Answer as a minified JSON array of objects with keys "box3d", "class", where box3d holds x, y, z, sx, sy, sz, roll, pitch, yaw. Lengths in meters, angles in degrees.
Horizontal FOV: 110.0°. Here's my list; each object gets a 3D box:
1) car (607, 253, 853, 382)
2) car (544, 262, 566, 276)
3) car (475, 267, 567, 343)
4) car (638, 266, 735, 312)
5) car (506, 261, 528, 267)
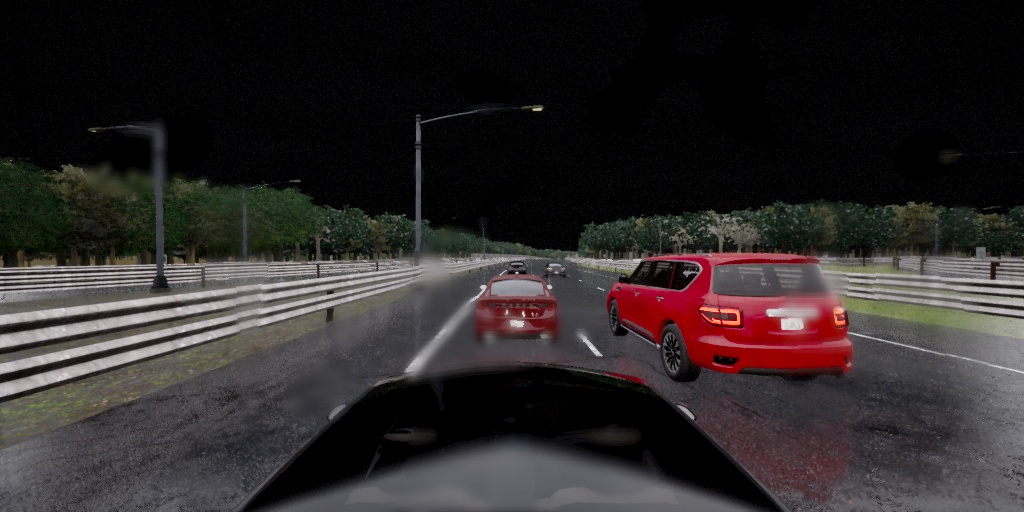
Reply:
[{"box3d":[3.608,0.971,7.282,2.150,2.045,5.566,0,0,0],"class":"car"},{"box3d":[3.993,1.279,33.897,1.812,1.442,4.674,0,0,2],"class":"car"},{"box3d":[0.120,1.227,9.720,1.882,1.535,5.008,0,0,0],"class":"car"},{"box3d":[7.165,1.255,15.394,1.837,1.490,4.892,0,0,1],"class":"car"},{"box3d":[0.515,1.257,34.688,1.837,1.490,4.892,0,0,1],"class":"car"}]
